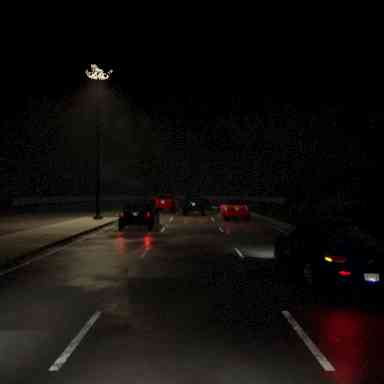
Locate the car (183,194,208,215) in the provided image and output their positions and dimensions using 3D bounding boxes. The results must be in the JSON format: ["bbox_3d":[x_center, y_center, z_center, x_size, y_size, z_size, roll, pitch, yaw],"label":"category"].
[{"bbox_3d":[0.249,1.266,34.065,2.150,2.045,5.566,0,0,2],"label":"car"}]

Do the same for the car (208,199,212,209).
[{"bbox_3d":[1.477,1.548,43.945,2.128,1.511,4.902,0,0,12],"label":"car"}]

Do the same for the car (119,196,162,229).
[{"bbox_3d":[-3.400,1.380,22.012,2.097,1.767,4.553,0,0,0],"label":"car"}]

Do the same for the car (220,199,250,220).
[{"bbox_3d":[3.627,1.389,28.770,2.097,1.767,4.553,0,0,1],"label":"car"}]

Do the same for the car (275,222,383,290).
[{"bbox_3d":[3.601,1.537,8.961,1.812,1.442,4.674,0,0,0],"label":"car"}]

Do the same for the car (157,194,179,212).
[{"bbox_3d":[-2.942,1.270,39.123,2.150,2.045,5.566,0,0,5],"label":"car"}]
